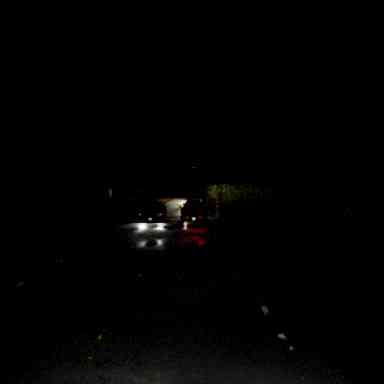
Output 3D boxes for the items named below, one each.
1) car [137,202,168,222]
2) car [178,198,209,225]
[{"bbox_3d":[-2.833,1.441,25.210,2.033,1.411,5.357,0,0,0],"label":"car"},{"bbox_3d":[0.114,1.405,23.414,1.837,1.490,4.892,0,1,0],"label":"car"}]
